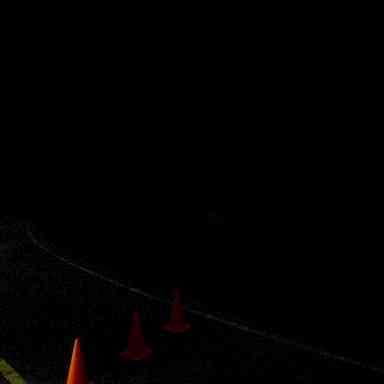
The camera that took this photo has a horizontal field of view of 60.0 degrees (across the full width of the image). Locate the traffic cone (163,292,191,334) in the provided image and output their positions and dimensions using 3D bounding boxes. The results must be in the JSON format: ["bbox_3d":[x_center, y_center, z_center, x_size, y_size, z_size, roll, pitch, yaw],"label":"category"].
[{"bbox_3d":[-0.245,1.931,5.441,0.340,0.580,0.340,1,1,31],"label":"traffic cone"}]

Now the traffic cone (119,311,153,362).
[{"bbox_3d":[-0.765,1.938,4.590,0.340,0.580,0.340,1,1,31],"label":"traffic cone"}]

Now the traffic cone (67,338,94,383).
[{"bbox_3d":[-1.284,1.945,3.740,0.340,0.580,0.340,1,1,31],"label":"traffic cone"}]

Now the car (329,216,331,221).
[{"bbox_3d":[35.607,6.632,82.739,1.851,1.617,3.988,-4,-3,4],"label":"car"}]
